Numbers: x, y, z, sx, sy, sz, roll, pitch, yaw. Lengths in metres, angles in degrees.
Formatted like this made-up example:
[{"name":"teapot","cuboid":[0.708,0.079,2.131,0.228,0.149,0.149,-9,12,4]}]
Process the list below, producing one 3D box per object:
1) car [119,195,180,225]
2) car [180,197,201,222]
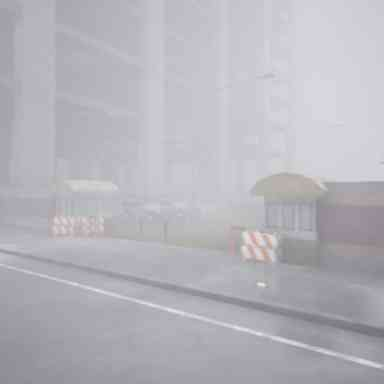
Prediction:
[{"name":"car","cuboid":[-3.066,1.135,22.124,3.866,1.878,1.905,0,0,36]},{"name":"car","cuboid":[-1.345,1.135,24.508,3.866,1.878,1.905,0,0,36]}]
